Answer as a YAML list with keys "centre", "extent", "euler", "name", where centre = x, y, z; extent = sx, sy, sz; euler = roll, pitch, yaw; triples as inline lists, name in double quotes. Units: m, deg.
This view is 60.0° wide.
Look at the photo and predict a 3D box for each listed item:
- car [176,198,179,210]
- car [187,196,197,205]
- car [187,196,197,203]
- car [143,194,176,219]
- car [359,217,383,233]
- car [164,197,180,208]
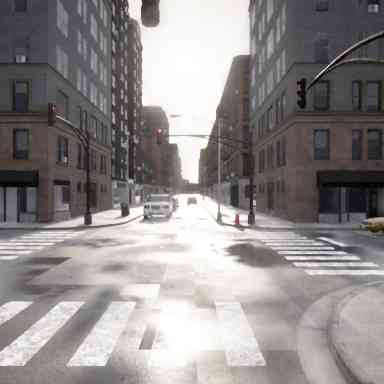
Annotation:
- centre: [-2.888, 1.343, 39.435]
  extent: [2.097, 1.767, 4.553]
  euler: [0, 0, 0]
  name: "car"
- centre: [0.027, 1.524, 59.656]
  extent: [2.033, 1.411, 5.357]
  euler: [0, 0, 0]
  name: "car"
- centre: [0.022, 1.567, 70.031]
  extent: [1.895, 1.301, 4.718]
  euler: [0, 0, 0]
  name: "car"
- centre: [-2.882, 1.217, 29.171]
  extent: [2.150, 2.045, 5.566]
  euler: [0, 0, 0]
  name: "car"
- centre: [11.613, 1.554, 17.870]
  extent: [4.829, 1.417, 1.752]
  euler: [0, 0, 0]
  name: "car"
- centre: [-2.900, 1.532, 49.717]
  extent: [2.033, 1.411, 5.357]
  euler: [0, 0, 0]
  name: "car"
